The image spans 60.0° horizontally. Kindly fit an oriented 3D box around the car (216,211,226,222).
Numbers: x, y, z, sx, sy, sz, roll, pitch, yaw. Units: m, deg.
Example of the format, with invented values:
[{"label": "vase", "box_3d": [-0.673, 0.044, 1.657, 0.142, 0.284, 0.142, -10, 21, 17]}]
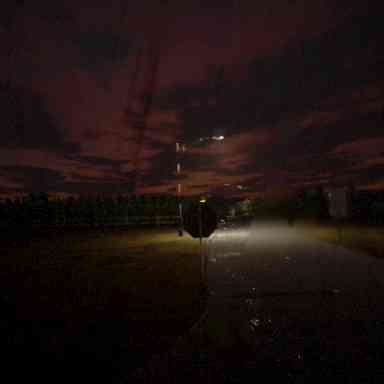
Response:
[{"label": "car", "box_3d": [3.985, 3.678, 48.523, 1.895, 1.301, 4.718, -3, -3, 2]}]
